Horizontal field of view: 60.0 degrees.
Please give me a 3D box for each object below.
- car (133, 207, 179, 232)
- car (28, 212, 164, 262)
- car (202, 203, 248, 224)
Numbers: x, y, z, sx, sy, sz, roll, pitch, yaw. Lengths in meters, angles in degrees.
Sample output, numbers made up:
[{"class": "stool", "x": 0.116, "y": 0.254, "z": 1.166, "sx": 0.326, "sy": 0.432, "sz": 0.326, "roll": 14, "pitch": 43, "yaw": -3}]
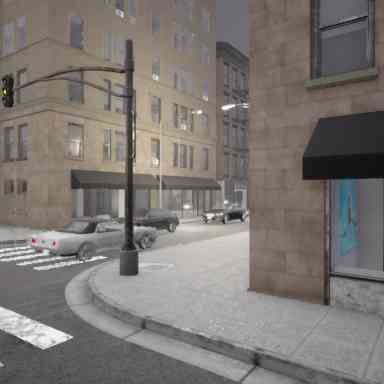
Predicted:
[{"class": "car", "x": -2.604, "y": 1.620, "z": 18.810, "sx": 1.812, "sy": 1.442, "sz": 4.674, "roll": 0, "pitch": 0, "yaw": 37}, {"class": "car", "x": -3.428, "y": 1.662, "z": 12.558, "sx": 1.895, "sy": 1.301, "sz": 4.718, "roll": 0, "pitch": 0, "yaw": 35}, {"class": "car", "x": 2.697, "y": 1.640, "z": 26.285, "sx": 2.128, "sy": 1.511, "sz": 4.902, "roll": 0, "pitch": 0, "yaw": 35}]
